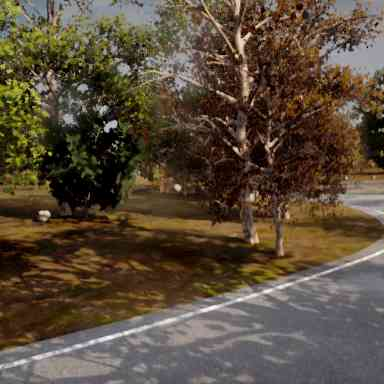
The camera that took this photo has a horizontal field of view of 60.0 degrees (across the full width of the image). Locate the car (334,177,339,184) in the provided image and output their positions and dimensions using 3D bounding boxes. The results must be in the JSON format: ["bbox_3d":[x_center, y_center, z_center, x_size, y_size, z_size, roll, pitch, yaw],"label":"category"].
[{"bbox_3d":[25.948,-2.113,63.239,4.892,1.490,1.837,-6,3,-23],"label":"car"}]
